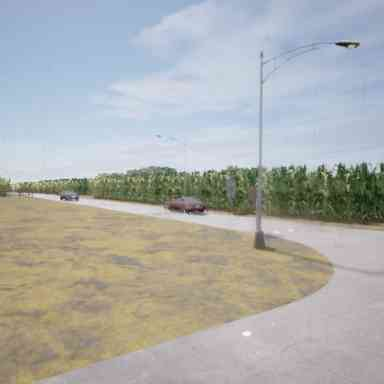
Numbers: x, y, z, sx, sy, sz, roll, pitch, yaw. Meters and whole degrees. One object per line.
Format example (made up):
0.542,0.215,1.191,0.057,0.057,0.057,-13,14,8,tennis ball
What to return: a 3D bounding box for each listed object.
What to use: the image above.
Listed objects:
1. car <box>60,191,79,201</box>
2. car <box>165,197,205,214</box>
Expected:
-18.522,0.536,50.108,2.128,1.511,4.902,1,1,-35,car
-0.689,1.147,29.734,1.994,1.385,4.181,1,1,-35,car
